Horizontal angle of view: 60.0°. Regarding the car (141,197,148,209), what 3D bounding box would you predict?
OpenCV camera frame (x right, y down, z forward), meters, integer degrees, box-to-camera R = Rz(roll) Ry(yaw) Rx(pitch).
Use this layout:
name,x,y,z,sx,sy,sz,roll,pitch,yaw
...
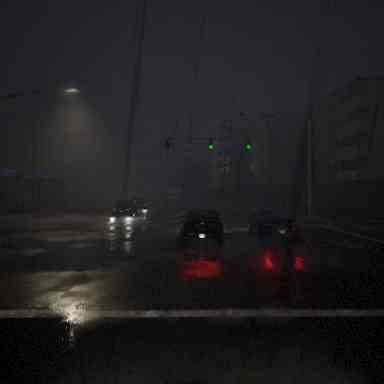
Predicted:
name,x,y,z,sx,sy,sz,roll,pitch,yaw
car,-7.054,1.494,44.502,1.837,1.490,4.892,0,1,-9

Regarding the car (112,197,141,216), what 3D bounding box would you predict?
name,x,y,z,sx,sy,sz,roll,pitch,yaw
car,-6.472,1.523,32.557,1.837,1.490,4.892,0,0,-1

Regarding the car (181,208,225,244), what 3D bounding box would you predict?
name,x,y,z,sx,sy,sz,roll,pitch,yaw
car,0.517,1.526,15.893,1.837,1.490,4.892,0,0,3

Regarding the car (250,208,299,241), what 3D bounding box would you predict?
name,x,y,z,sx,sy,sz,roll,pitch,yaw
car,4.062,1.550,16.835,1.812,1.442,4.674,0,0,3
